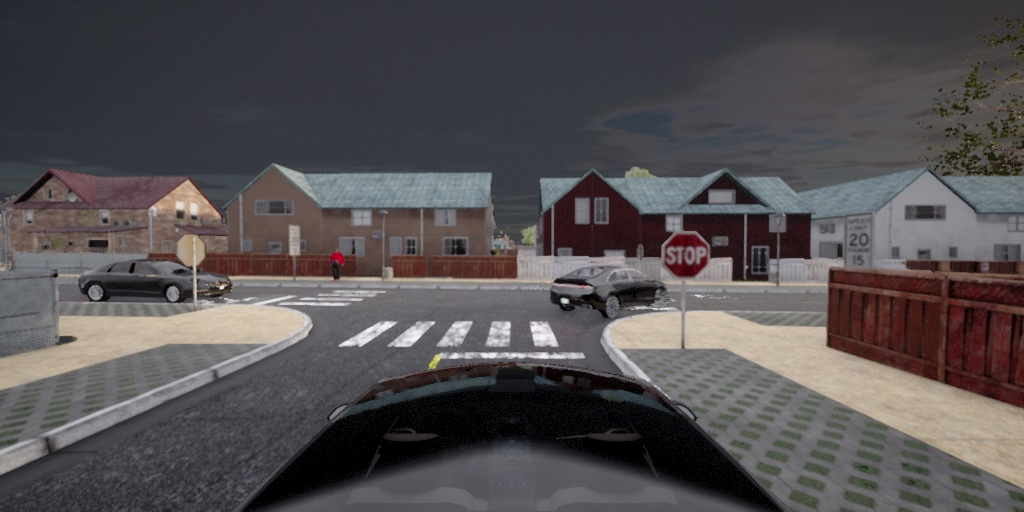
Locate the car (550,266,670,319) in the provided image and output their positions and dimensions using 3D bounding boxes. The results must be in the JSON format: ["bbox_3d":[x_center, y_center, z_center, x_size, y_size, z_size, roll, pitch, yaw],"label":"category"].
[{"bbox_3d":[3.389,1.071,11.949,4.902,1.511,2.128,0,1,-41],"label":"car"}]

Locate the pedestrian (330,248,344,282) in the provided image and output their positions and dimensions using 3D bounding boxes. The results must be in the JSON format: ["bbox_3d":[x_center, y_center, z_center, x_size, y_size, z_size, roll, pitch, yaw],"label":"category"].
[{"bbox_3d":[-9.394,0.437,19.193,0.375,1.860,0.375,0,1,1],"label":"pedestrian"}]

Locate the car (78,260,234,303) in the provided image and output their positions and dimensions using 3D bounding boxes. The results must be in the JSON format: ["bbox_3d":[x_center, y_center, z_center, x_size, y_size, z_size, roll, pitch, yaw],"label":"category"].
[{"bbox_3d":[-13.130,0.892,13.364,4.892,1.490,1.837,1,1,3],"label":"car"}]
